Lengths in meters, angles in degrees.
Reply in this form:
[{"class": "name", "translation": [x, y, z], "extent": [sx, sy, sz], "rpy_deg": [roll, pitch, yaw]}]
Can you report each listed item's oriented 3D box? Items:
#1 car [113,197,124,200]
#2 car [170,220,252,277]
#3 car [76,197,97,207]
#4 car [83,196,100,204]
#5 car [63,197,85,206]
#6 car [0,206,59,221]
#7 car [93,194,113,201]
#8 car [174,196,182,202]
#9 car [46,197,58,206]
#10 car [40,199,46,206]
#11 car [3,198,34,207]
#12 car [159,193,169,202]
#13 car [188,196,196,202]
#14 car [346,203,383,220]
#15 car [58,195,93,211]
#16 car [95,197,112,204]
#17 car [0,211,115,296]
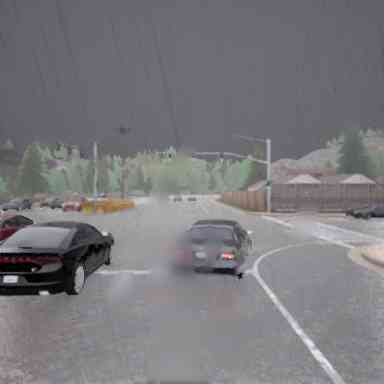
[{"class": "car", "translation": [-14.024, 1.668, 61.089], "extent": [1.994, 1.385, 4.181], "rpy_deg": [0, 0, 0]}, {"class": "car", "translation": [0.797, 1.573, 10.387], "extent": [2.033, 1.411, 5.357], "rpy_deg": [0, 0, 12]}, {"class": "car", "translation": [-17.560, 1.573, 55.438], "extent": [1.882, 1.535, 5.008], "rpy_deg": [0, 0, 0]}, {"class": "car", "translation": [-21.004, 1.643, 69.713], "extent": [2.128, 1.511, 4.902], "rpy_deg": [0, 0, 0]}, {"class": "car", "translation": [-21.026, 1.594, 59.522], "extent": [2.128, 1.511, 4.902], "rpy_deg": [0, 0, 0]}, {"class": "car", "translation": [-6.904, 1.505, 12.135], "extent": [1.882, 1.535, 5.008], "rpy_deg": [0, 0, 0]}, {"class": "car", "translation": [-14.088, 1.309, 50.046], "extent": [2.150, 2.045, 5.566], "rpy_deg": [0, 0, 0]}, {"class": "car", "translation": [-3.505, 1.664, 82.987], "extent": [2.128, 1.511, 4.902], "rpy_deg": [0, 0, 0]}, {"class": "car", "translation": [-17.599, 1.628, 45.696], "extent": [2.033, 1.411, 5.357], "rpy_deg": [0, 0, 0]}, {"class": "car", "translation": [-21.084, 1.565, 50.108], "extent": [1.882, 1.535, 5.008], "rpy_deg": [0, 0, 0]}, {"class": "car", "translation": [-21.099, 1.577, 40.613], "extent": [1.837, 1.490, 4.892], "rpy_deg": [0, 0, 0]}, {"class": "car", "translation": [-7.005, 1.364, 83.091], "extent": [2.150, 2.045, 5.566], "rpy_deg": [0, 0, 0]}, {"class": "car", "translation": [-0.005, 1.691, 83.156], "extent": [1.994, 1.385, 4.181], "rpy_deg": [0, 0, 0]}, {"class": "car", "translation": [15.900, 1.600, 27.892], "extent": [5.357, 1.411, 2.033], "rpy_deg": [0, 0, 2]}, {"class": "car", "translation": [-14.100, 1.424, 40.471], "extent": [2.097, 1.767, 4.553], "rpy_deg": [0, 0, 0]}, {"class": "car", "translation": [-17.504, 1.659, 66.087], "extent": [2.033, 1.411, 5.357], "rpy_deg": [0, 0, 0]}, {"class": "car", "translation": [-3.408, 1.500, 8.753], "extent": [1.882, 1.535, 5.008], "rpy_deg": [0, 0, 0]}]
